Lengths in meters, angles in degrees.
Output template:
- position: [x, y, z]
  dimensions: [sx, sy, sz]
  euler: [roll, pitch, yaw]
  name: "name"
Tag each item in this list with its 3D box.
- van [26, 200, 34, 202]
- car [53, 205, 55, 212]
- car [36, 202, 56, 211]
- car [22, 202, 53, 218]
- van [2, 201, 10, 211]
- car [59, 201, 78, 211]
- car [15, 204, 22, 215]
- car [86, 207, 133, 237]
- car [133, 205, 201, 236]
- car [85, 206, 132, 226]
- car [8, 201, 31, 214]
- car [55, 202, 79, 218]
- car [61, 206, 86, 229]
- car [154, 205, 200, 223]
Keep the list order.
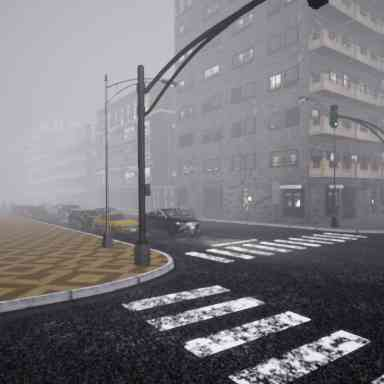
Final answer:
- position: [-41.615, 2.833, 85.121]
  dimensions: [1.690, 1.788, 3.998]
  euler: [-2, 0, -36]
  name: "van"
- position: [-20.507, 2.426, 52.029]
  dimensions: [1.994, 1.385, 4.181]
  euler: [-1, -1, -36]
  name: "car"
- position: [-26.440, 2.520, 60.116]
  dimensions: [2.128, 1.511, 4.902]
  euler: [-1, -1, -37]
  name: "car"
- position: [-18.245, 2.262, 39.145]
  dimensions: [1.887, 1.381, 4.507]
  euler: [-2, 0, -36]
  name: "car"
- position: [-31.636, 2.434, 57.374]
  dimensions: [1.690, 1.788, 3.998]
  euler: [-2, 0, -36]
  name: "van"
- position: [-21.534, 2.367, 57.778]
  dimensions: [1.967, 1.590, 4.097]
  euler: [-2, 0, -36]
  name: "car"
- position: [-21.590, 2.393, 43.702]
  dimensions: [1.802, 1.307, 4.206]
  euler: [-2, 0, -36]
  name: "car"
- position: [-4.760, 1.866, 20.780]
  dimensions: [1.752, 1.417, 4.829]
  euler: [-2, 0, -36]
  name: "car"
- position: [-1.429, 1.775, 20.636]
  dimensions: [2.128, 1.511, 4.902]
  euler: [-1, -1, -36]
  name: "car"
- position: [-7.284, 1.995, 28.610]
  dimensions: [2.033, 1.411, 5.357]
  euler: [-1, -1, -37]
  name: "car"
- position: [-24.937, 2.450, 48.259]
  dimensions: [1.887, 1.381, 4.507]
  euler: [-2, 0, -36]
  name: "car"
- position: [-13.238, 2.119, 36.741]
  dimensions: [1.837, 1.490, 4.892]
  euler: [-1, -1, -36]
  name: "car"
- position: [-8.205, 2.002, 25.473]
  dimensions: [1.947, 1.339, 4.313]
  euler: [-2, 0, -36]
  name: "car"
- position: [-1.452, 1.916, 30.434]
  dimensions: [2.008, 1.369, 4.403]
  euler: [-2, 0, -36]
  name: "car"
